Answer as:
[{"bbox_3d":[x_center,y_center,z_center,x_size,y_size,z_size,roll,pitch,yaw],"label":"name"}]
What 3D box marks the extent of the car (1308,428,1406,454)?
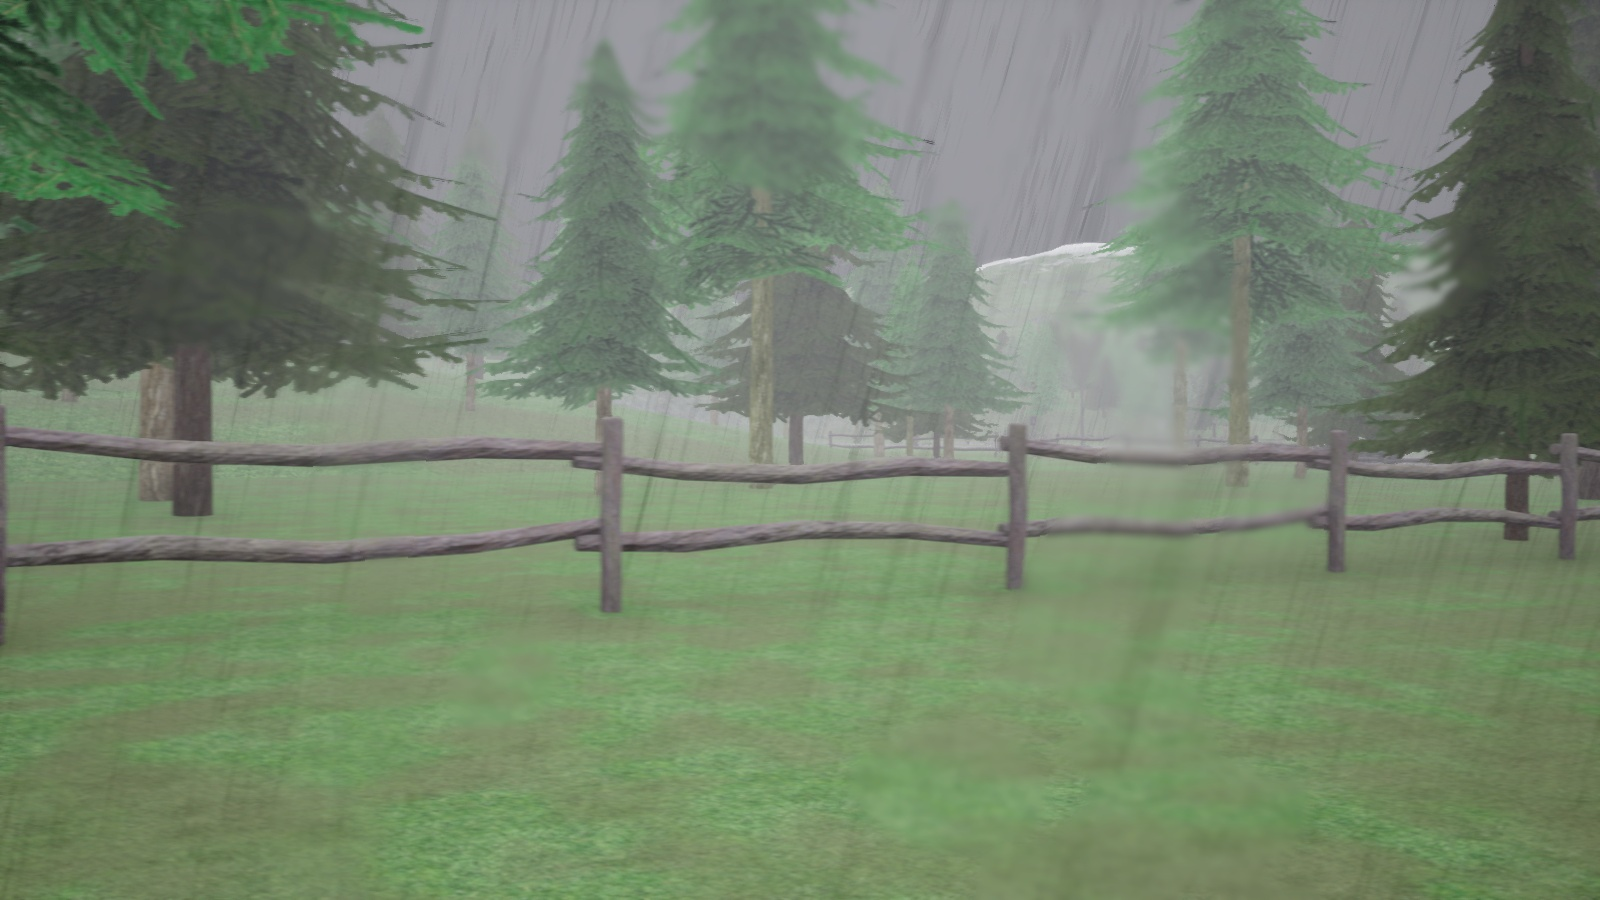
[{"bbox_3d":[28.774,-0.471,65.024,1.895,1.301,4.718,-1,1,-21],"label":"car"}]
